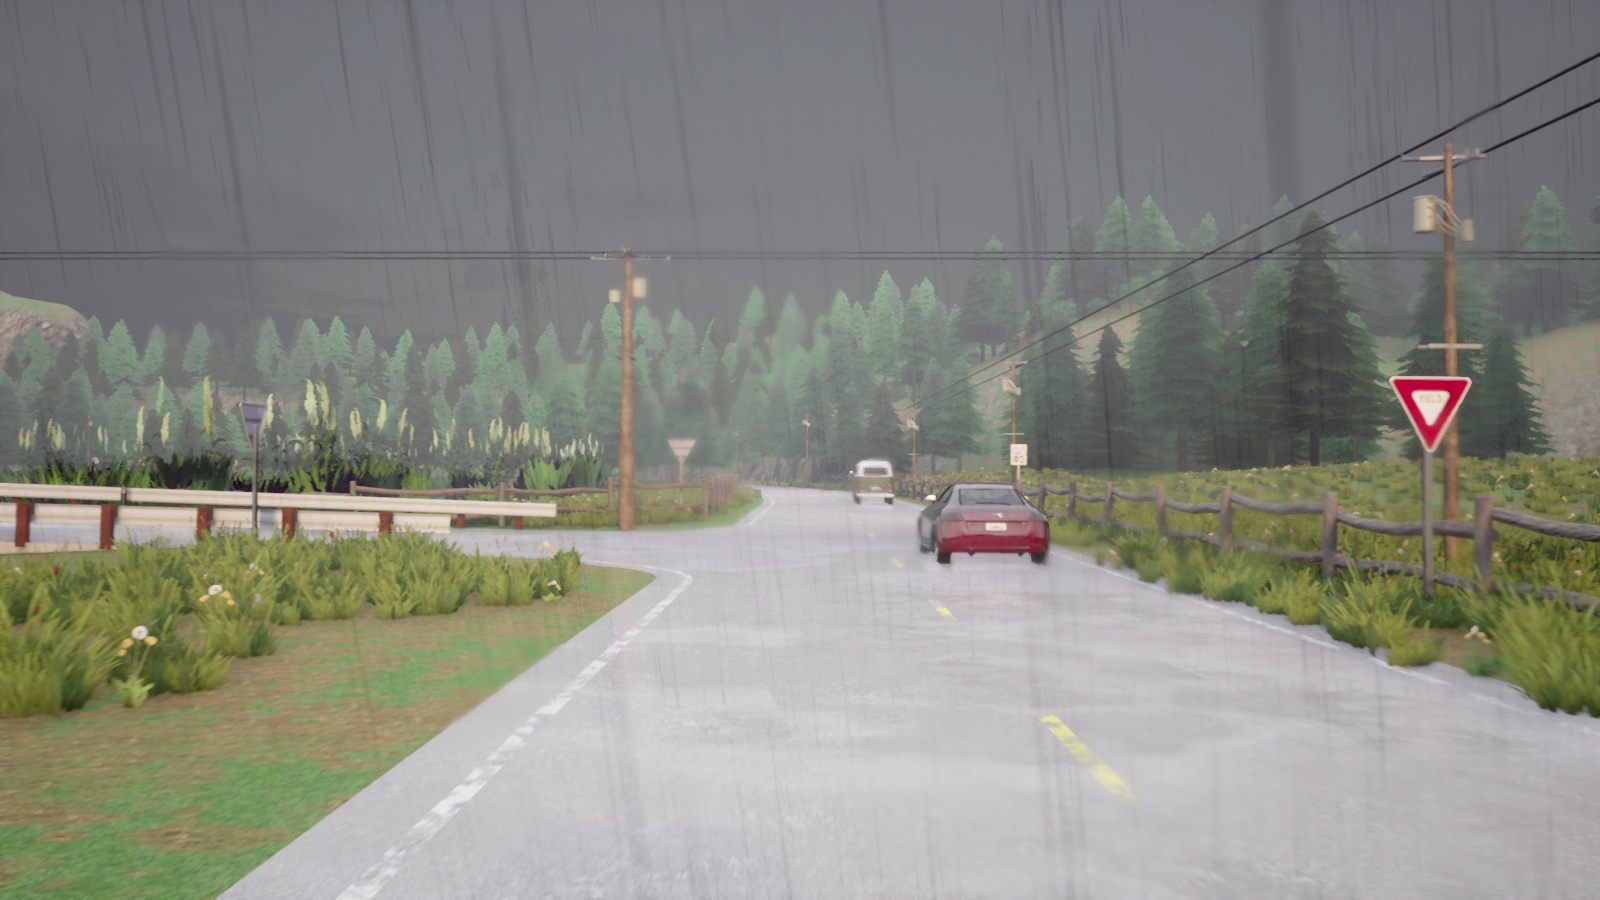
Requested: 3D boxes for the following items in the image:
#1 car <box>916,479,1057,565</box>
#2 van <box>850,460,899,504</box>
[{"bbox_3d":[3.286,1.250,22.935,1.994,1.385,4.181,0,-1,0],"label":"car"},{"bbox_3d":[3.530,1.534,60.337,2.069,2.038,4.480,0,-1,0],"label":"van"}]
